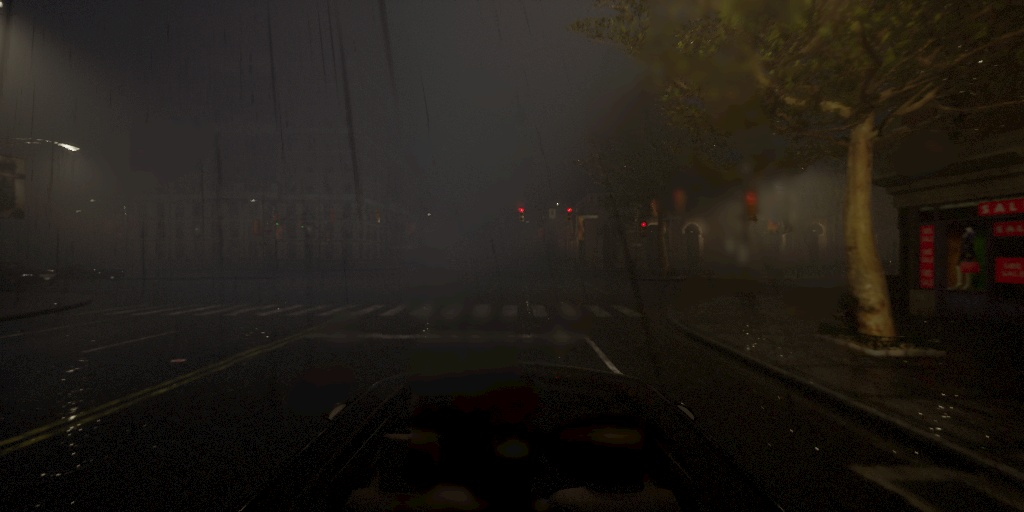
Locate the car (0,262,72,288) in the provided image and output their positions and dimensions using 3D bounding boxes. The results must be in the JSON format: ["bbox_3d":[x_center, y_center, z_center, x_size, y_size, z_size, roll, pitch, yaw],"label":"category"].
[{"bbox_3d":[-30.389,1.089,21.620,4.902,1.511,2.128,0,0,1],"label":"car"}]

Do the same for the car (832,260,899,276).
[{"bbox_3d":[32.480,1.117,32.403,5.008,1.535,1.882,0,0,1],"label":"car"}]

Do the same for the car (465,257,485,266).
[{"bbox_3d":[-6.496,0.897,63.285,1.882,1.535,5.008,0,0,1],"label":"car"}]

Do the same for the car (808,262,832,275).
[{"bbox_3d":[33.005,1.147,35.883,4.674,1.442,1.812,0,0,1],"label":"car"}]

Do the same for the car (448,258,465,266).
[{"bbox_3d":[-9.997,0.977,63.320,1.994,1.385,4.181,0,0,1],"label":"car"}]

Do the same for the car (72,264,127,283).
[{"bbox_3d":[-30.149,1.182,25.117,4.718,1.301,1.895,0,0,1],"label":"car"}]
